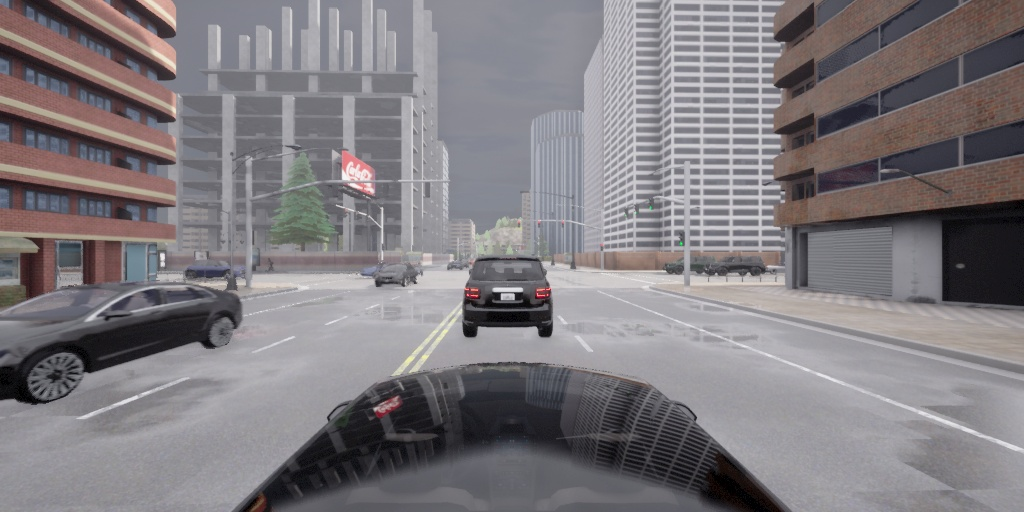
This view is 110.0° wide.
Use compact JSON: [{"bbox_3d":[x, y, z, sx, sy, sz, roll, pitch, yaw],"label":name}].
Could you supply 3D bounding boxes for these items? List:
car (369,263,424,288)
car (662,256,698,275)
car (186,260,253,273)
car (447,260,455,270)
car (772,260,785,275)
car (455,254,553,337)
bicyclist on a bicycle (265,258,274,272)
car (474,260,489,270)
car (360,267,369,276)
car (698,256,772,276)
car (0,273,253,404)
[{"bbox_3d":[-7.543,1.257,23.872,1.837,1.490,4.892,0,-1,-1],"label":"car"},{"bbox_3d":[19.385,0.972,38.980,5.566,2.045,2.150,0,0,-1],"label":"car"},{"bbox_3d":[-24.875,1.103,30.631,4.553,1.767,2.097,0,0,-1],"label":"car"},{"bbox_3d":[-8.112,1.313,51.790,1.994,1.385,4.181,0,0,-1],"label":"car"},{"bbox_3d":[29.515,1.351,39.231,4.718,1.301,1.895,0,0,-1],"label":"car"},{"bbox_3d":[-0.120,0.971,10.397,2.150,2.045,5.566,0,0,-1],"label":"car"},{"bbox_3d":[-28.705,1.051,42.519,0.582,1.620,1.656,0,0,-1],"label":"bicyclist on a bicycle"},{"bbox_3d":[-4.666,1.314,54.620,1.994,1.385,4.181,0,0,-1],"label":"car"},{"bbox_3d":[-10.691,1.297,32.170,5.357,1.411,2.033,0,0,-18],"label":"car"},{"bbox_3d":[21.996,0.971,35.550,5.566,2.045,2.150,0,0,-2],"label":"car"},{"bbox_3d":[-7.184,1.241,6.386,2.128,1.511,4.902,0,0,-1],"label":"car"}]
